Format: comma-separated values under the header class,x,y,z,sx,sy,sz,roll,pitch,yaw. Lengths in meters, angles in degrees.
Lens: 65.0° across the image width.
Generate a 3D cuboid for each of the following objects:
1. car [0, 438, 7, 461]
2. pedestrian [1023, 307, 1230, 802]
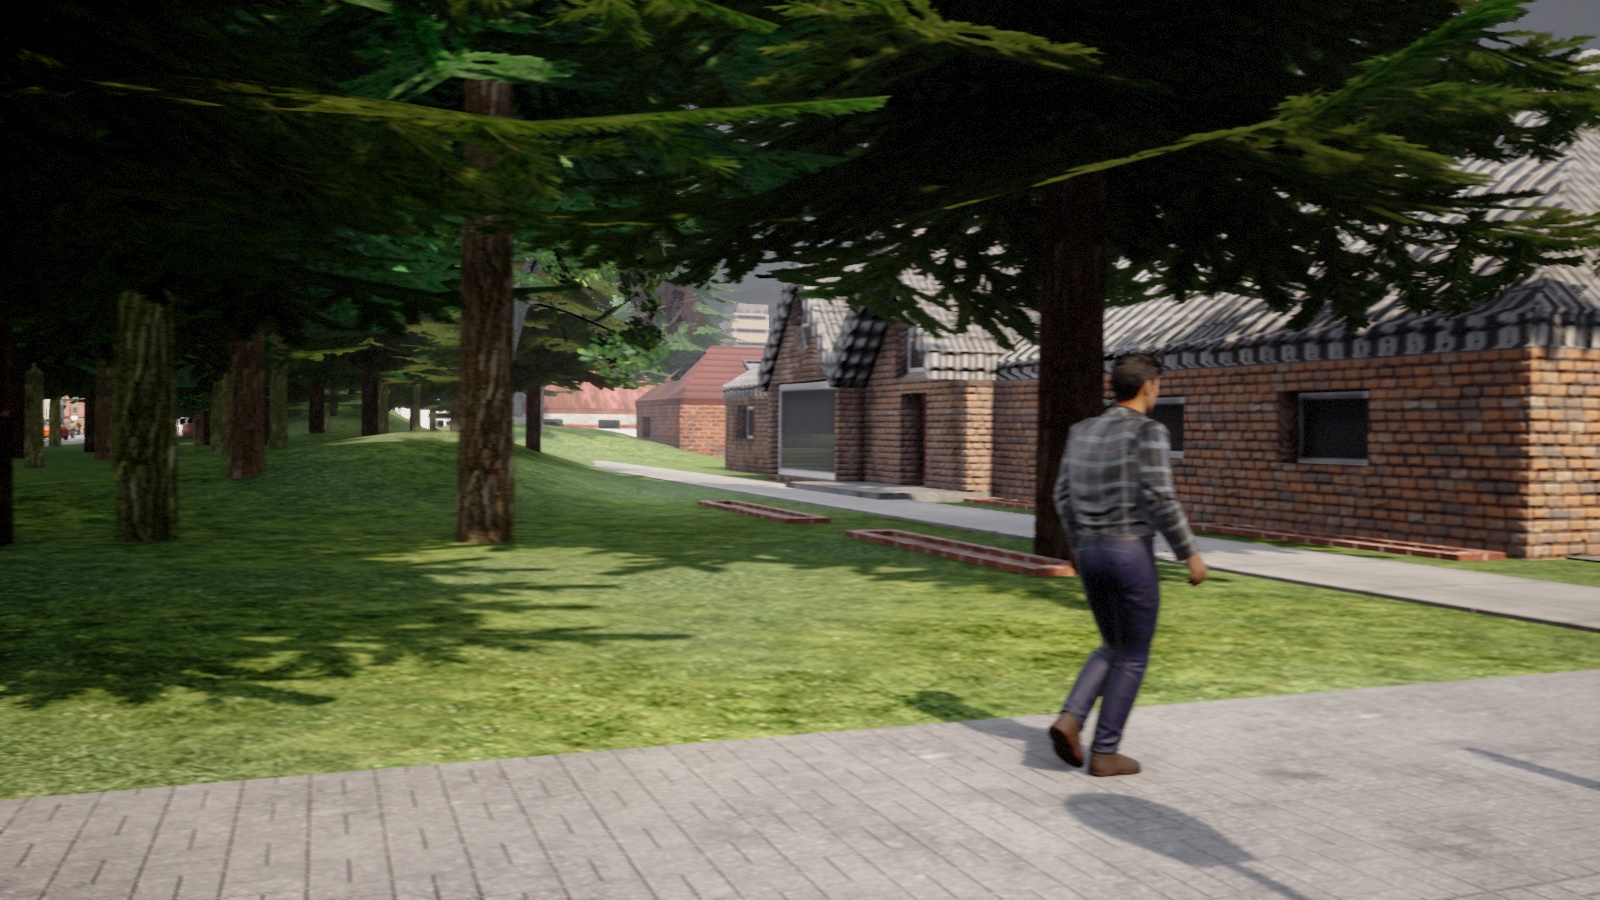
class,x,y,z,sx,sy,sz,roll,pitch,yaw
car,-53.909,0.012,82.729,1.882,1.535,5.008,-1,1,-21
pedestrian,1.392,0.406,5.333,0.788,1.949,0.423,-1,1,-34
